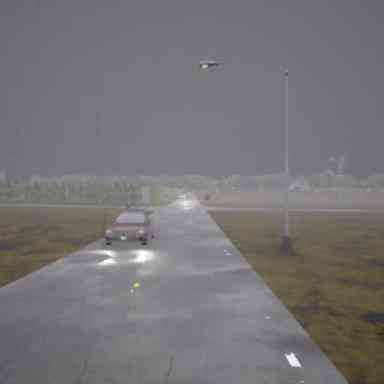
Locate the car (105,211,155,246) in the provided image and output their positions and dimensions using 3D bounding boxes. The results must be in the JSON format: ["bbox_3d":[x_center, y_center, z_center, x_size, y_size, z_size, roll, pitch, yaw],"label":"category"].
[{"bbox_3d":[-2.855,1.679,16.160,1.812,1.442,4.674,0,0,0],"label":"car"}]

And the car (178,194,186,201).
[{"bbox_3d":[-2.794,1.540,95.561,2.150,2.045,5.566,0,0,0],"label":"car"}]
